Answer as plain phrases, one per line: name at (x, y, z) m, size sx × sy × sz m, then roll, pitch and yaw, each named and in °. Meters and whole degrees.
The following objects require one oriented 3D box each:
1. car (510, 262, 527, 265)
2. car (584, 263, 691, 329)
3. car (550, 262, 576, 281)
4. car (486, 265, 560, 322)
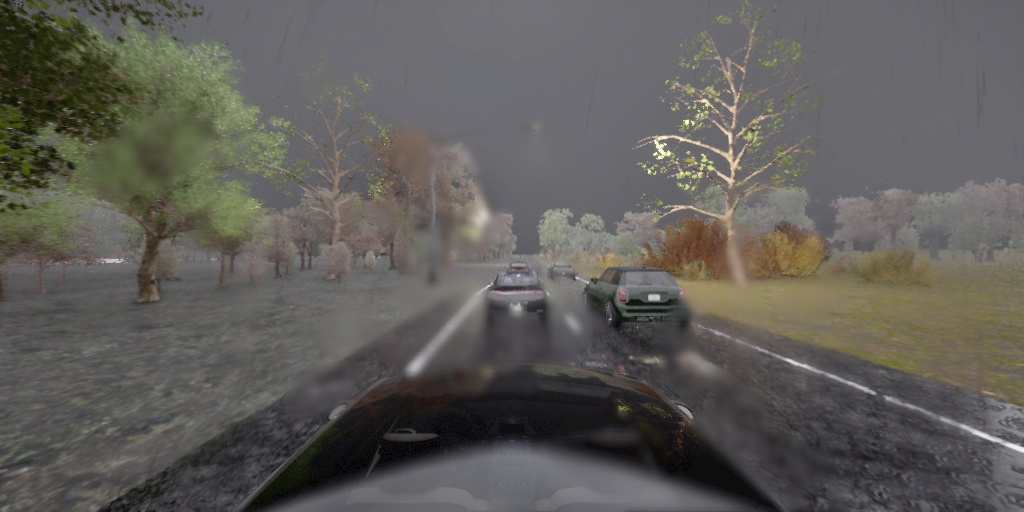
car at (0.573, 1.211, 29.860) m, size 1.837 × 1.490 × 4.892 m, roll 0°, pitch 0°, yaw 2°
car at (3.676, 1.088, 11.338) m, size 2.097 × 1.767 × 4.553 m, roll 0°, pitch 0°, yaw 1°
car at (4.066, 1.198, 29.610) m, size 2.128 × 1.511 × 4.902 m, roll 0°, pitch 0°, yaw 2°
car at (0.184, 1.226, 12.159) m, size 2.128 × 1.511 × 4.902 m, roll 0°, pitch 0°, yaw 1°
